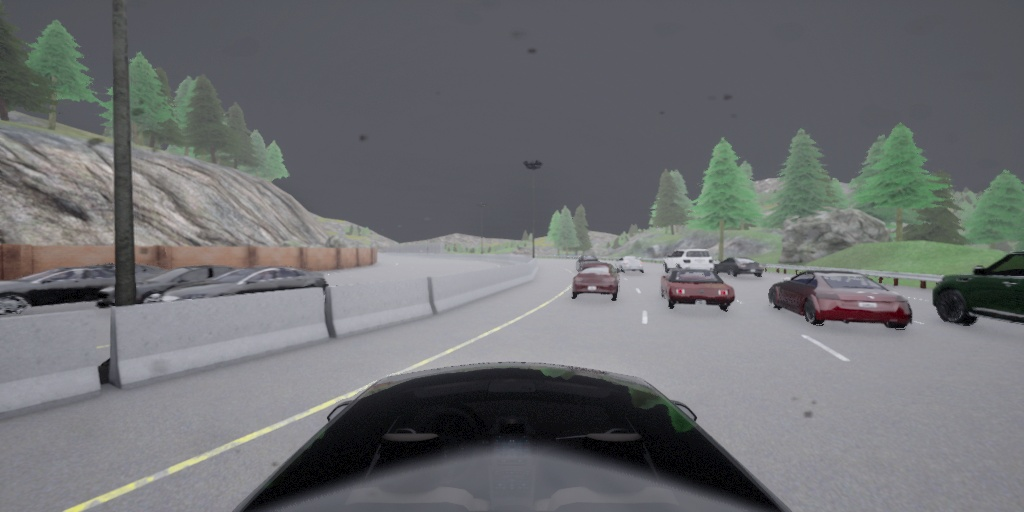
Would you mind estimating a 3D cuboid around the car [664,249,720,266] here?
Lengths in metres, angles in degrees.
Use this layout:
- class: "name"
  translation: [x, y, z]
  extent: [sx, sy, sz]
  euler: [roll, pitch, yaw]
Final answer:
- class: "car"
  translation: [13.506, 0.492, 27.729]
  extent: [2.150, 2.045, 5.566]
  euler: [0, 1, 8]

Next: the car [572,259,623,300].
- class: "car"
  translation: [3.815, 1.030, 16.007]
  extent: [1.812, 1.442, 4.674]
  euler: [0, 1, 18]

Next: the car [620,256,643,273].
- class: "car"
  translation: [10.457, 0.740, 32.263]
  extent: [1.812, 1.442, 4.674]
  euler: [0, 1, 5]

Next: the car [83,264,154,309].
- class: "car"
  translation: [-12.117, 1.128, 13.618]
  extent: [1.837, 1.490, 4.892]
  euler: [1, 1, 23]

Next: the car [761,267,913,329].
- class: "car"
  translation: [9.325, 1.126, 10.609]
  extent: [1.994, 1.385, 4.181]
  euler: [0, 1, 19]

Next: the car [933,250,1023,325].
- class: "car"
  translation: [11.983, 0.819, 7.492]
  extent: [2.150, 2.045, 5.566]
  euler: [0, 1, 21]

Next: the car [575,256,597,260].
- class: "car"
  translation: [7.072, 0.698, 33.835]
  extent: [2.128, 1.511, 4.902]
  euler: [0, 1, 4]

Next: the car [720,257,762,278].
- class: "car"
  translation: [16.872, 0.792, 26.897]
  extent: [1.812, 1.442, 4.674]
  euler: [0, 1, 8]

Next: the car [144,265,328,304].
- class: "car"
  translation: [-8.854, 1.117, 12.429]
  extent: [2.128, 1.511, 4.902]
  euler: [0, 1, 22]

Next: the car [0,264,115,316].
- class: "car"
  translation: [-16.167, 1.143, 13.113]
  extent: [2.128, 1.511, 4.902]
  euler: [0, 1, 24]

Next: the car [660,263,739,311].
- class: "car"
  translation: [6.650, 1.133, 13.383]
  extent: [1.895, 1.301, 4.718]
  euler: [0, 1, 18]
